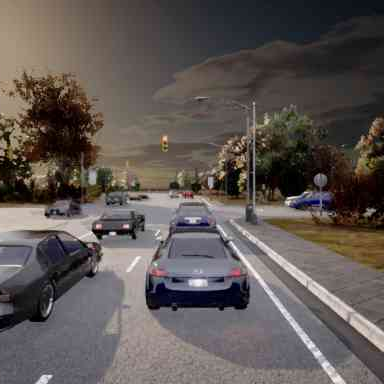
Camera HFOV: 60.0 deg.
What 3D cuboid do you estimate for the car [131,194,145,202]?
[{"bbox_3d":[-10.854,1.049,63.934,1.882,1.535,5.008,0,0,0],"label":"car"}]

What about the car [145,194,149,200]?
[{"bbox_3d":[-11.019,1.041,75.624,1.895,1.301,4.718,0,1,-1],"label":"car"}]

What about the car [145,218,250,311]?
[{"bbox_3d":[0.074,1.540,7.798,1.994,1.385,4.181,0,0,-1],"label":"car"}]

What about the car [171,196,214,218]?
[{"bbox_3d":[0.029,1.270,16.431,2.097,1.767,4.553,0,0,0],"label":"car"}]

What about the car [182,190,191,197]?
[{"bbox_3d":[-1.671,0.388,94.164,2.097,1.767,4.553,0,1,-7],"label":"car"}]

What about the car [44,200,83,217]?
[{"bbox_3d":[-10.722,1.400,27.950,1.994,1.385,4.181,0,0,0],"label":"car"}]

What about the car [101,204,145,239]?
[{"bbox_3d":[-3.492,1.517,16.750,1.895,1.301,4.718,0,0,-1],"label":"car"}]

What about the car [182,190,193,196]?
[{"bbox_3d":[-0.845,0.561,83.517,2.150,2.045,5.566,0,1,-4],"label":"car"}]

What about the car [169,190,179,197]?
[{"bbox_3d":[-4.394,0.882,84.193,1.994,1.385,4.181,0,1,-4],"label":"car"}]

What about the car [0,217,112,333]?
[{"bbox_3d":[-3.423,1.527,7.106,2.033,1.411,5.357,0,0,-1],"label":"car"}]

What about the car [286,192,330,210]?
[{"bbox_3d":[13.988,0.991,37.509,5.566,2.045,2.150,0,0,-3],"label":"car"}]

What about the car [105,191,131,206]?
[{"bbox_3d":[-10.809,0.917,47.898,2.150,2.045,5.566,0,0,0],"label":"car"}]
